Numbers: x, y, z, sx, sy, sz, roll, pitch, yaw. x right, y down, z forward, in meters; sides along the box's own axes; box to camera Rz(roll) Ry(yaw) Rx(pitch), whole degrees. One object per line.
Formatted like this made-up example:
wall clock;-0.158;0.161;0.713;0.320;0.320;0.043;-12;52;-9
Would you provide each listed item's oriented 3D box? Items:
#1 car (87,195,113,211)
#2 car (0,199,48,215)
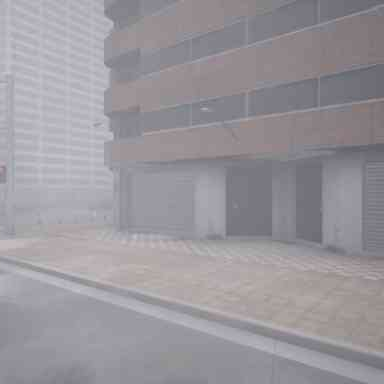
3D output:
car;-10.499;1.505;40.939;1.837;1.490;4.892;0;0;37
car;-16.749;1.505;32.686;1.837;1.490;4.892;0;0;37
